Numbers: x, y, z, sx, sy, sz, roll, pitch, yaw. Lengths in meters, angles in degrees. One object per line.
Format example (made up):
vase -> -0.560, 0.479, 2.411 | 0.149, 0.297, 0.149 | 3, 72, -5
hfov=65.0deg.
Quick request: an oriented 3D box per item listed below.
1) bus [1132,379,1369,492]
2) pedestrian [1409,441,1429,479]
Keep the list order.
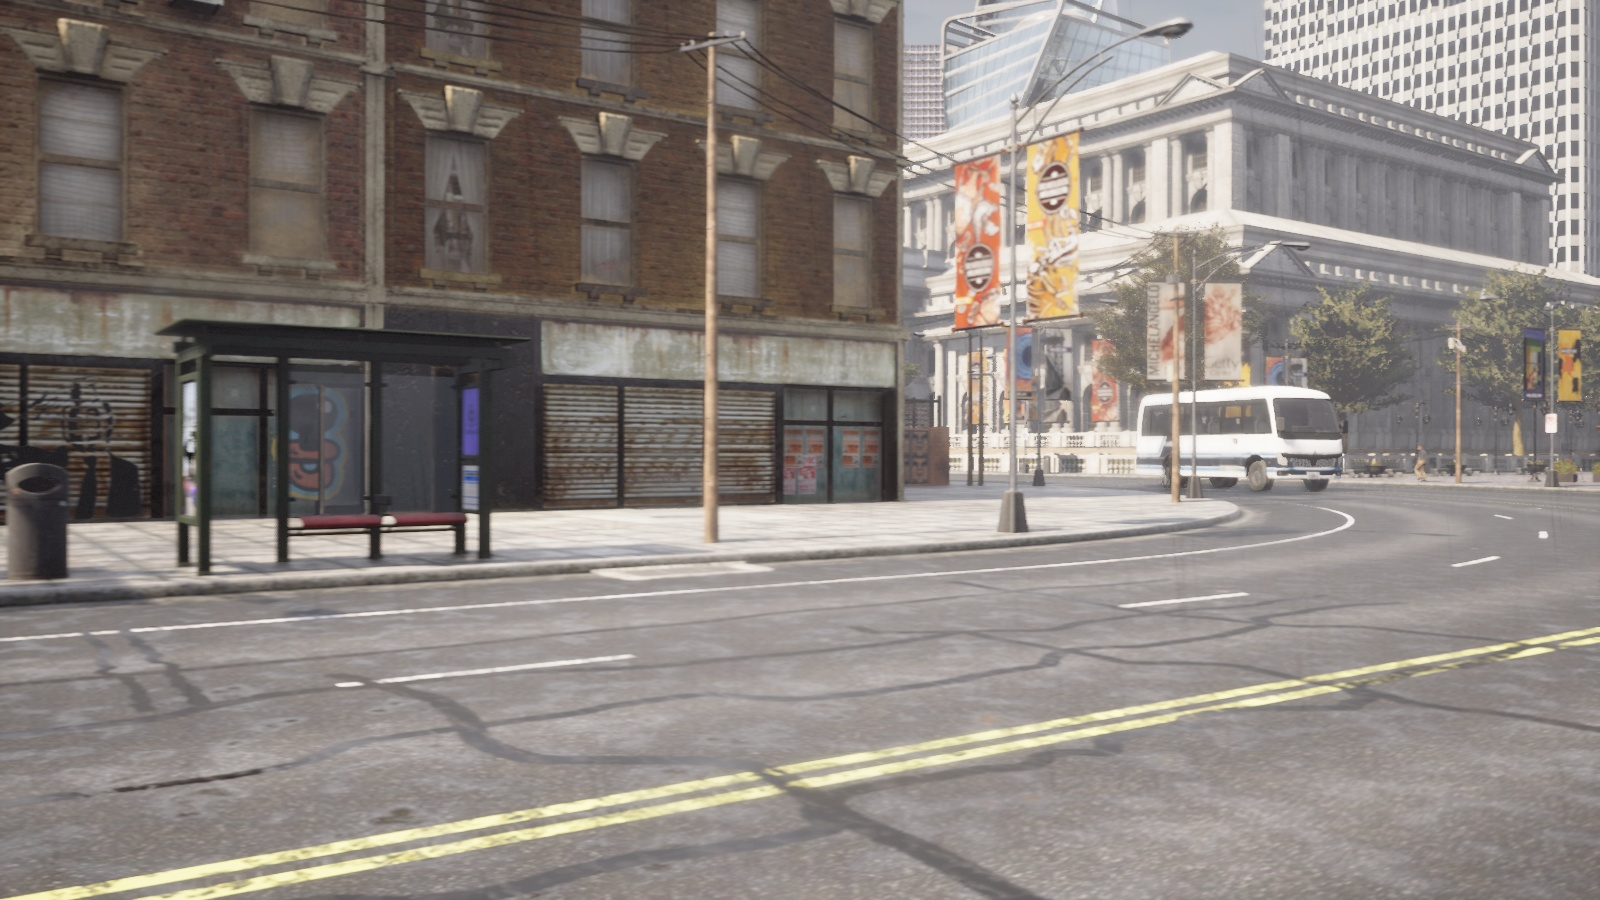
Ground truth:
bus -> 18.521, -0.541, 52.794 | 3.944, 4.253, 10.273 | 0, 0, -18
pedestrian -> 29.990, 0.487, 60.820 | 0.540, 1.848, 0.694 | 0, 0, -28
